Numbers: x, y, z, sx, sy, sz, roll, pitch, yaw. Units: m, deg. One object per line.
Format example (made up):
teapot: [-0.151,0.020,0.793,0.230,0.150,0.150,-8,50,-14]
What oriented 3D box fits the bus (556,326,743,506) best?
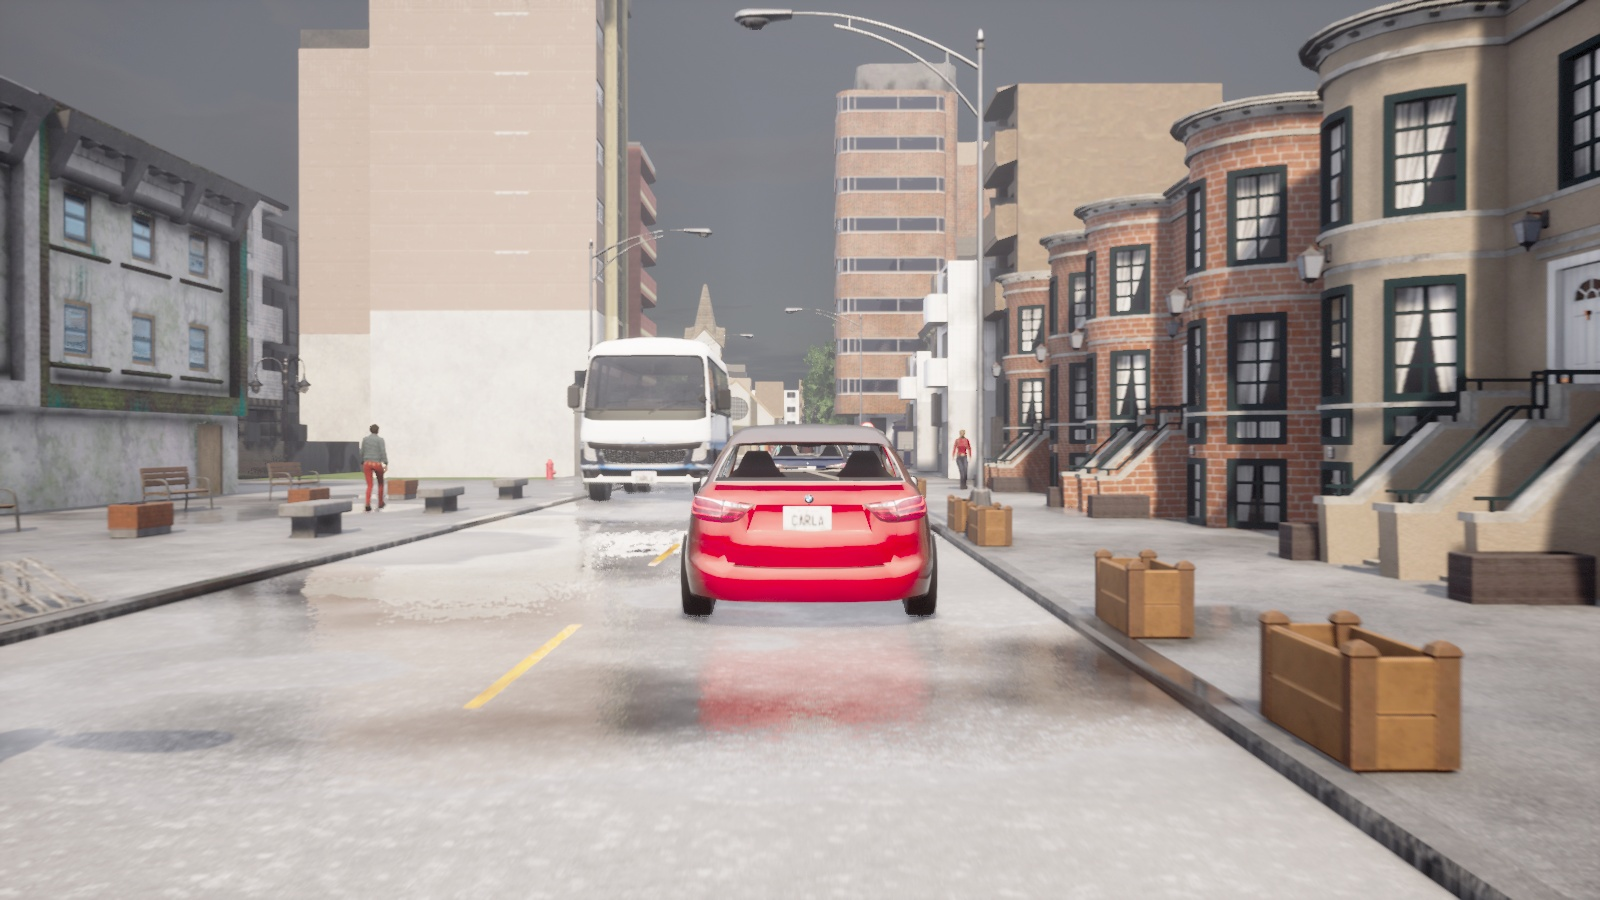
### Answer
bus: [-3.794,-0.830,34.877,3.944,4.253,10.273,0,0,0]

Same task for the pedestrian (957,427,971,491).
pedestrian: [4.784,0.253,36.712,0.331,1.846,0.636,0,0,0]

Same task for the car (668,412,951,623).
car: [0.086,0.522,12.238,2.242,1.667,4.611,0,0,0]

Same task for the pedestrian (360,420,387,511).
pedestrian: [-8.744,0.304,25.749,0.353,1.847,0.614,0,0,0]
